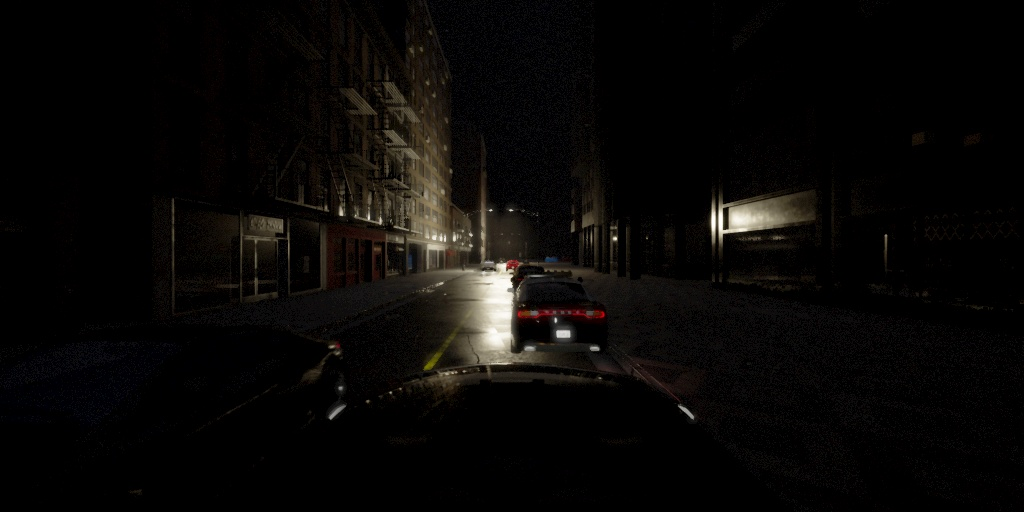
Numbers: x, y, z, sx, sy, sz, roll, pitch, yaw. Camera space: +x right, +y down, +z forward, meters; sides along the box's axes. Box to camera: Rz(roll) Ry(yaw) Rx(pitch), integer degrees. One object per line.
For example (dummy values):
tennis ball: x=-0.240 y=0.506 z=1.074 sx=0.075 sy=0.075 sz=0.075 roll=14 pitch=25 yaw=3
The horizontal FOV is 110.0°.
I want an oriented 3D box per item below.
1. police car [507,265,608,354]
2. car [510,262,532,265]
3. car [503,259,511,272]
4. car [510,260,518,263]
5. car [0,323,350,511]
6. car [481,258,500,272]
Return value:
police car: x=0.914 y=1.175 z=8.919 sx=1.930 sy=1.638 sz=5.238 roll=0 pitch=0 yaw=0
car: x=0.940 y=1.256 z=18.809 sx=1.837 sy=1.490 sz=4.892 roll=0 pitch=0 yaw=0
car: x=0.148 y=1.301 z=47.410 sx=1.812 sy=1.442 sz=4.674 roll=0 pitch=0 yaw=1
car: x=0.955 y=1.209 z=25.000 sx=1.801 sy=1.575 sz=5.366 roll=0 pitch=0 yaw=0
car: x=-3.102 y=1.314 z=2.965 sx=1.994 sy=1.385 sz=4.181 roll=0 pitch=0 yaw=0
car: x=-2.990 y=1.323 z=47.435 sx=2.033 sy=1.411 sz=5.357 roll=0 pitch=0 yaw=0
